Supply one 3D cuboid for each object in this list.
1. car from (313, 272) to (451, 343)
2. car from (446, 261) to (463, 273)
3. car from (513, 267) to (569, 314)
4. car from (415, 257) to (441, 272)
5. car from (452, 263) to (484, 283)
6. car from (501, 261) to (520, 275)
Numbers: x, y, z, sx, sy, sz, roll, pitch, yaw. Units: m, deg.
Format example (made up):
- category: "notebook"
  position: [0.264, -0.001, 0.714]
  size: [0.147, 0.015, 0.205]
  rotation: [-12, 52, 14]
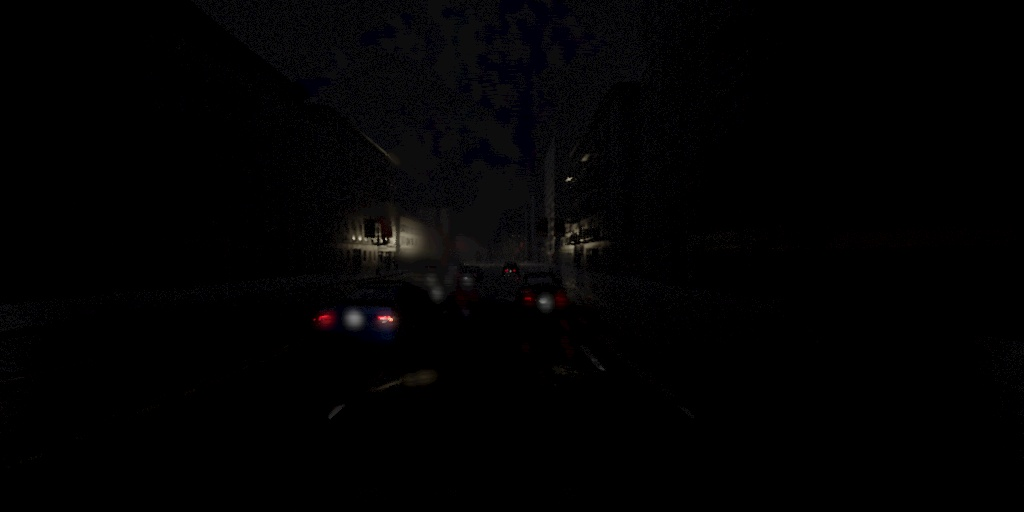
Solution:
- category: "car"
  position: [-3.193, 1.329, 9.739]
  size: [2.033, 1.411, 5.357]
  rotation: [0, 0, 0]
- category: "car"
  position: [-6.832, 1.396, 43.828]
  size: [2.128, 1.511, 4.902]
  rotation: [0, 0, 0]
- category: "car"
  position: [1.068, 1.324, 13.961]
  size: [1.812, 1.442, 4.674]
  rotation: [0, 0, 0]
- category: "car"
  position: [-10.084, 1.121, 43.321]
  size: [2.150, 2.045, 5.566]
  rotation: [0, 0, 0]
- category: "car"
  position: [-3.303, 1.451, 28.867]
  size: [1.895, 1.301, 4.718]
  rotation: [0, 0, 0]
- category: "car"
  position: [-0.161, 1.398, 40.819]
  size: [1.837, 1.490, 4.892]
  rotation: [0, 0, 0]
